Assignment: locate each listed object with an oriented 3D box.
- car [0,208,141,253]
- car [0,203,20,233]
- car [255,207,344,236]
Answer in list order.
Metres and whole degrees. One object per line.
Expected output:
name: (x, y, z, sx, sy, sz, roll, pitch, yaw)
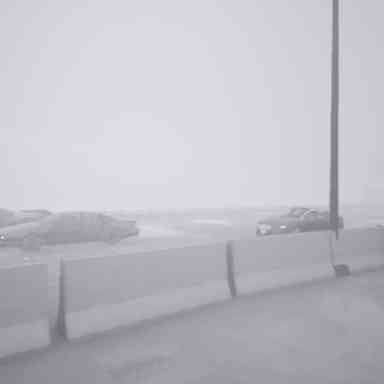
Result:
car: (-4.781, 1.463, 13.383, 5.357, 1.411, 2.033, 0, 0, -34)
car: (-11.709, 1.361, 17.058, 4.892, 1.490, 1.837, 0, 0, -35)
car: (5.168, 1.463, 15.735, 4.902, 1.511, 2.128, 0, 0, -33)
